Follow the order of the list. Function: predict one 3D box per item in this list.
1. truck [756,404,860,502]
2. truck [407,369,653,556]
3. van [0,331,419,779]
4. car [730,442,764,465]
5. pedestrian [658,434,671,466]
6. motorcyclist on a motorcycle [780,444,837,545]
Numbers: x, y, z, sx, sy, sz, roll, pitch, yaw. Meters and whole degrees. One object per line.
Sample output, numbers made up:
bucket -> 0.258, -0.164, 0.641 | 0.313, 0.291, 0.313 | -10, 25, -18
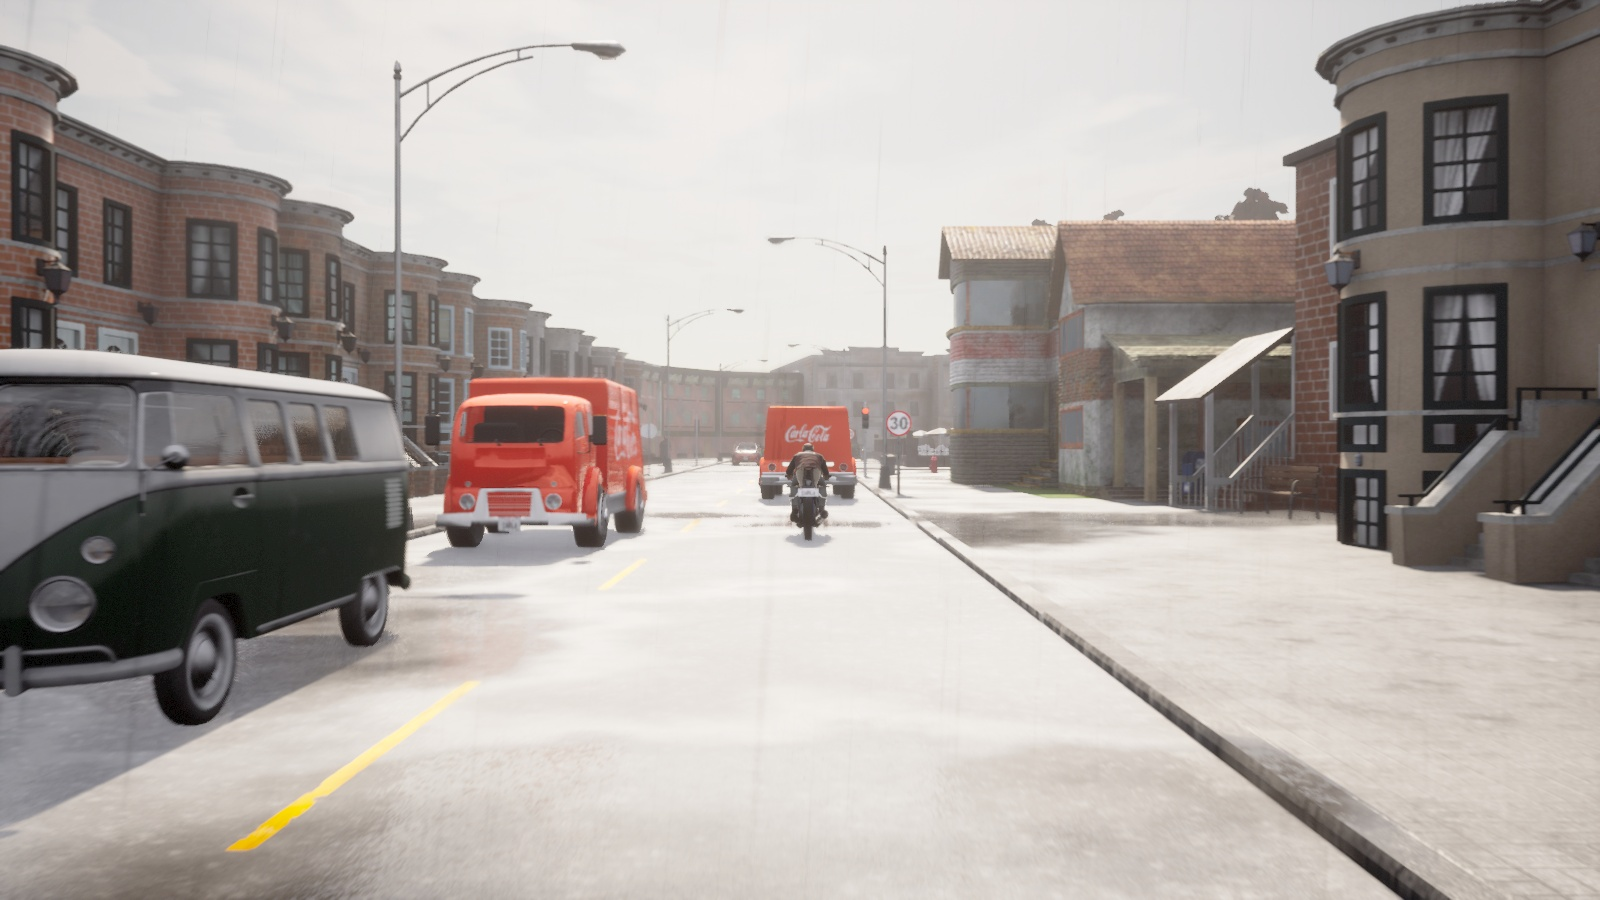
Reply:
truck -> 0.215, 0.066, 34.436 | 2.627, 2.467, 5.204 | 0, 0, 0
truck -> -3.874, 0.147, 19.218 | 2.627, 2.467, 5.204 | 0, 0, 0
van -> -3.940, 0.452, 7.791 | 1.775, 1.987, 4.442 | 0, 0, 0
car -> -3.520, 0.216, 84.243 | 2.007, 1.525, 4.514 | 0, 0, 1
pedestrian -> -8.272, 0.017, 76.817 | 0.659, 1.952, 0.873 | 0, 0, -16
motorcyclist on a motorcycle -> 0.132, 0.668, 20.210 | 0.866, 1.530, 2.191 | 0, 0, 0
